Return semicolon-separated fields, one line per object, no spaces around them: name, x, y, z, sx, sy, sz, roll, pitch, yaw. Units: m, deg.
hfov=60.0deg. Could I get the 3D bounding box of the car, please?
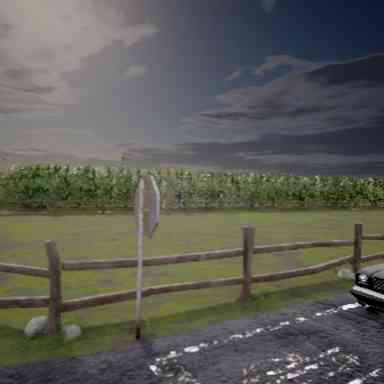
car;5.079;1.591;6.121;4.718;1.301;1.895;1;1;-32
